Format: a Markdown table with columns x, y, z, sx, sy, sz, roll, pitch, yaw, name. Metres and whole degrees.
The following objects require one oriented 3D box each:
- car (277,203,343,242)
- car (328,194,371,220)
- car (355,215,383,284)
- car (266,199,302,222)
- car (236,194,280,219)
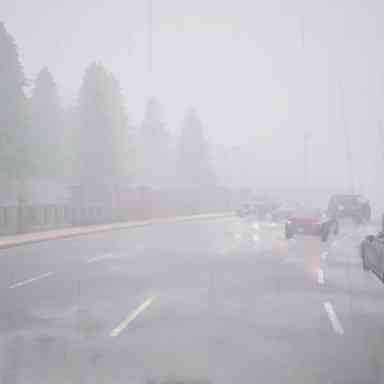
| x | y | z | sx | sy | sz | roll | pitch | yaw | name |
| --- | --- | --- | --- | --- | --- | --- | --- | --- | --- |
| 5.958 | 1.501 | 16.393 | 1.812 | 1.442 | 4.674 | 0 | 0 | 32 | car |
| 11.497 | 1.184 | 24.272 | 2.150 | 2.045 | 5.566 | 0 | 0 | 36 | car |
| 5.285 | 1.514 | 7.814 | 1.812 | 1.442 | 4.674 | 0 | 0 | 18 | car |
| 7.687 | 1.486 | 25.303 | 1.812 | 1.442 | 4.674 | 0 | 0 | 37 | car |
| 5.904 | 1.181 | 28.737 | 2.150 | 2.045 | 5.566 | 0 | 0 | 37 | car |
